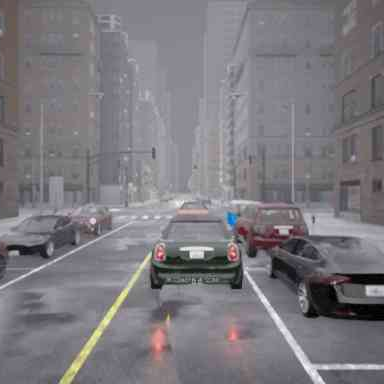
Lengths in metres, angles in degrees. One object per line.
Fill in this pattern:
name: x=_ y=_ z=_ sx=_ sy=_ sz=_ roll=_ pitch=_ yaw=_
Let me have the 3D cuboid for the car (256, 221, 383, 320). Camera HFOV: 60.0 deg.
car: x=2.859 y=1.572 z=7.236 sx=1.947 sy=1.339 sz=4.313 roll=0 pitch=0 yaw=0

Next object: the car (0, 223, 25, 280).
car: x=-5.666 y=1.588 z=7.230 sx=1.802 sy=1.307 sz=4.206 roll=0 pitch=0 yaw=0

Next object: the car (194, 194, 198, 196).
car: x=2.092 y=1.705 z=84.784 sx=1.802 sy=1.307 sz=4.206 roll=0 pitch=0 yaw=-1

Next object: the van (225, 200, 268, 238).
van: x=2.862 y=1.356 z=18.284 sx=1.690 sy=1.788 sz=3.998 roll=0 pitch=0 yaw=0

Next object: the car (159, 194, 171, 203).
car: x=-6.184 y=1.536 z=73.304 sx=1.967 sy=1.590 sz=4.097 roll=0 pitch=0 yaw=-1

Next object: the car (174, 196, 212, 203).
car: x=0.110 y=1.369 z=21.021 sx=2.097 sy=1.767 sz=4.553 roll=0 pitch=0 yaw=0

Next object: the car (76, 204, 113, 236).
car: x=-5.664 y=1.455 z=18.280 sx=1.967 sy=1.590 sz=4.097 roll=0 pitch=0 yaw=0

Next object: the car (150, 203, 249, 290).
car: x=0.101 y=1.360 z=9.259 sx=2.097 sy=1.767 sz=4.553 roll=0 pitch=0 yaw=0

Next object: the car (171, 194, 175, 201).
car: x=-6.555 y=1.460 z=90.265 sx=2.192 sy=1.841 sz=5.009 roll=0 pitch=0 yaw=-1

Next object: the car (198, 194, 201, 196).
car: x=2.585 y=1.516 z=62.174 sx=1.967 sy=1.590 sz=4.097 roll=0 pitch=0 yaw=-1

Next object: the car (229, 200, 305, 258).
car: x=2.861 y=1.325 z=12.760 sx=2.192 sy=1.841 sz=5.009 roll=0 pitch=0 yaw=0

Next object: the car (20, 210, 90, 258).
car: x=-5.665 y=1.576 z=12.755 sx=1.947 sy=1.339 sz=4.313 roll=0 pitch=0 yaw=0

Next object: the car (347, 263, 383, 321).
car: x=2.858 y=1.552 z=1.712 sx=2.008 sy=1.369 sz=4.403 roll=0 pitch=0 yaw=0
